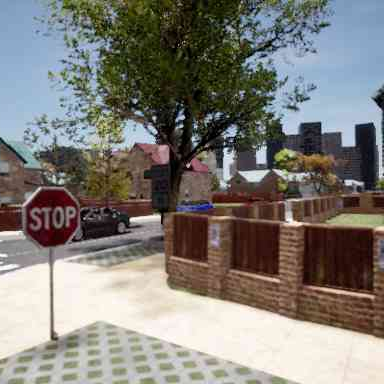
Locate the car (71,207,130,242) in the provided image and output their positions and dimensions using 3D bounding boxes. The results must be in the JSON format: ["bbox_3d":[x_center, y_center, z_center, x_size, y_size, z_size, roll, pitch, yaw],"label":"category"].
[{"bbox_3d":[-5.234,1.539,16.929,1.837,1.490,4.892,-2,0,31],"label":"car"}]

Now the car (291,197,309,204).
[{"bbox_3d":[14.491,1.339,43.422,1.895,1.301,4.718,-2,0,32],"label":"car"}]

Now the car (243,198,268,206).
[{"bbox_3d":[7.071,1.402,36.946,1.812,1.442,4.674,-2,0,32],"label":"car"}]

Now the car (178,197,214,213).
[{"bbox_3d":[-0.124,1.321,25.280,2.097,1.767,4.553,-2,-1,32],"label":"car"}]
